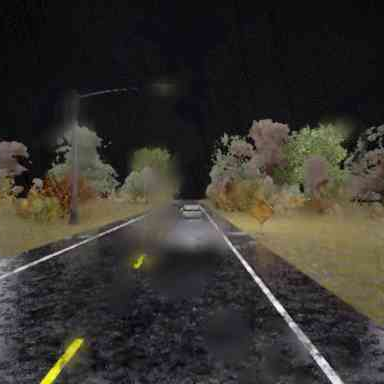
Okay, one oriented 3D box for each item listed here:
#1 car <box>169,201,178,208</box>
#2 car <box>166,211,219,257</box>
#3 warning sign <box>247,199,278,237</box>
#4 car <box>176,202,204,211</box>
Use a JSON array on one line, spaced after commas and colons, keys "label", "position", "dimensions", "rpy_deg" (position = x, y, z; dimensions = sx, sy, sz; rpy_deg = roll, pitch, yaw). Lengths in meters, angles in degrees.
[{"label": "car", "position": [-3.495, 2.352, 64.995], "dimensions": [1.895, 1.301, 4.718], "rpy_deg": [0, -1, 0]}, {"label": "car", "position": [0.023, 1.713, 13.634], "dimensions": [1.994, 1.385, 4.181], "rpy_deg": [0, -1, 0]}, {"label": "warning sign", "position": [3.540, 1.300, 16.886], "dimensions": [1.300, 1.860, 1.060], "rpy_deg": [-1, -1, 0]}, {"label": "car", "position": [0.023, 1.807, 28.522], "dimensions": [2.128, 1.511, 4.902], "rpy_deg": [0, -1, 0]}]
